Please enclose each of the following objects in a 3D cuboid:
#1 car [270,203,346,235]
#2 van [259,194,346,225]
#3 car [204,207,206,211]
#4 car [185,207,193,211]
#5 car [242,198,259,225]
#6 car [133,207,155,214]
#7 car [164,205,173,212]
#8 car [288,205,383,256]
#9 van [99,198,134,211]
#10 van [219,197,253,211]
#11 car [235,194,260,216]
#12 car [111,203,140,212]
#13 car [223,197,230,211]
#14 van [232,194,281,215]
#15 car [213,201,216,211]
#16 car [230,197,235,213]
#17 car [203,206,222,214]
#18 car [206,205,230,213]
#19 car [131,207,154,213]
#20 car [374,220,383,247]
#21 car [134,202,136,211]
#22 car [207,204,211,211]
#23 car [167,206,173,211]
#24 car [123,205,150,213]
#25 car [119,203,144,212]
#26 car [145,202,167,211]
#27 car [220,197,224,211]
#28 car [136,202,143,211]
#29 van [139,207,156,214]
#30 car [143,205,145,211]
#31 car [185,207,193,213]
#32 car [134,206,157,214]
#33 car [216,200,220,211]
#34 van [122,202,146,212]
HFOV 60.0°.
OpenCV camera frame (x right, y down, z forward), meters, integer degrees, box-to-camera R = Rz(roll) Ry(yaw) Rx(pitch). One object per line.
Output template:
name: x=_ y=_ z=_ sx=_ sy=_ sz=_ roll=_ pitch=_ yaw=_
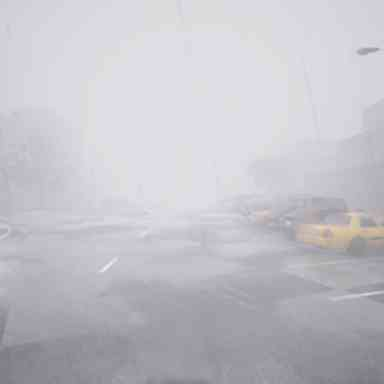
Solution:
car: x=6.434 y=1.446 z=15.480 sx=4.792 sy=1.488 sz=2.163 roll=1 pitch=0 yaw=-20
van: x=6.296 y=1.177 z=18.355 sx=4.442 sy=1.987 sz=1.878 roll=1 pitch=1 yaw=-20
car: x=5.878 y=3.541 z=71.090 sx=4.892 sy=1.521 sz=2.231 roll=2 pitch=-5 yaw=-21
car: x=-0.649 y=4.159 z=77.487 sx=1.895 sy=1.301 sz=4.718 roll=0 pitch=-5 yaw=-1
car: x=6.220 y=1.386 z=21.272 sx=5.366 sy=1.575 sz=1.946 roll=1 pitch=0 yaw=-20
car: x=-12.384 y=4.756 z=85.450 sx=5.366 sy=1.575 sz=1.946 roll=1 pitch=-5 yaw=-21
car: x=-5.730 y=4.007 z=81.568 sx=1.882 sy=1.535 sz=5.008 roll=0 pitch=-5 yaw=-1
car: x=6.586 y=1.427 z=12.596 sx=5.366 sy=1.575 sz=1.946 roll=1 pitch=0 yaw=-20
van: x=-11.517 y=1.887 z=49.764 sx=4.442 sy=1.987 sz=1.878 roll=1 pitch=-3 yaw=-21
van: x=6.324 y=1.748 z=47.736 sx=4.442 sy=1.987 sz=1.878 roll=2 pitch=-4 yaw=-21
car: x=6.361 y=1.130 z=24.262 sx=5.566 sy=2.045 sz=2.435 roll=1 pitch=0 yaw=-20
car: x=-11.766 y=2.716 z=58.653 sx=4.792 sy=1.488 sz=2.163 roll=1 pitch=-4 yaw=-21
car: x=6.324 y=1.516 z=35.985 sx=4.892 sy=1.521 sz=2.231 roll=1 pitch=-2 yaw=-20
van: x=6.448 y=1.228 z=33.108 sx=4.442 sy=1.987 sz=1.878 roll=1 pitch=-2 yaw=-20
car: x=6.151 y=2.162 z=50.595 sx=4.792 sy=1.488 sz=2.163 roll=2 pitch=-4 yaw=-21
car: x=6.346 y=1.408 z=30.140 sx=4.892 sy=1.521 sz=2.231 roll=1 pitch=-1 yaw=-20
car: x=5.511 y=4.852 z=88.638 sx=4.553 sy=1.767 sz=2.185 roll=3 pitch=-6 yaw=-21
car: x=5.827 y=3.764 z=74.019 sx=4.892 sy=1.521 sz=2.231 roll=2 pitch=-5 yaw=-21
car: x=-12.320 y=4.501 z=82.470 sx=5.366 sy=1.575 sz=1.946 roll=1 pitch=-5 yaw=-21
car: x=6.587 y=1.452 z=6.735 sx=5.366 sy=1.575 sz=1.946 roll=1 pitch=0 yaw=-20
car: x=-11.694 y=2.169 z=52.693 sx=4.553 sy=1.767 sz=2.185 roll=0 pitch=-4 yaw=-21
car: x=6.030 y=2.900 z=62.314 sx=5.008 sy=1.535 sz=2.097 roll=2 pitch=-4 yaw=-21
car: x=-5.469 y=3.270 z=66.115 sx=1.994 sy=1.385 sz=4.181 roll=0 pitch=-4 yaw=0
car: x=-11.753 y=3.548 z=70.679 sx=5.366 sy=1.575 sz=1.946 roll=1 pitch=-5 yaw=-21
car: x=-11.798 y=2.980 z=64.655 sx=4.553 sy=1.767 sz=2.185 roll=1 pitch=-4 yaw=-21
car: x=-5.311 y=2.167 z=49.547 sx=1.994 sy=1.385 sz=4.181 roll=0 pitch=-3 yaw=0
car: x=6.466 y=1.600 z=38.979 sx=5.366 sy=1.575 sz=1.946 roll=1 pitch=-2 yaw=-20
car: x=-11.682 y=2.239 z=55.716 sx=5.566 sy=2.045 sz=2.435 roll=1 pitch=-4 yaw=-21
van: x=-12.522 y=5.339 z=94.435 sx=4.442 sy=1.987 sz=1.878 roll=1 pitch=-5 yaw=-21
car: x=-11.777 y=2.933 z=61.651 sx=4.674 sy=1.452 sz=2.002 roll=1 pitch=-4 yaw=-21
car: x=-0.853 y=4.771 z=87.494 sx=2.128 sy=1.511 sz=4.902 roll=0 pitch=-5 yaw=-1
car: x=-12.302 y=4.773 z=88.506 sx=5.566 sy=2.045 sz=2.435 roll=1 pitch=-5 yaw=-21
car: x=6.249 y=1.825 z=44.755 sx=5.008 sy=1.535 sz=2.097 roll=2 pitch=-3 yaw=-21
van: x=-11.770 y=3.099 z=67.687 sx=4.442 sy=1.987 sz=1.878 roll=1 pitch=-5 yaw=-21
